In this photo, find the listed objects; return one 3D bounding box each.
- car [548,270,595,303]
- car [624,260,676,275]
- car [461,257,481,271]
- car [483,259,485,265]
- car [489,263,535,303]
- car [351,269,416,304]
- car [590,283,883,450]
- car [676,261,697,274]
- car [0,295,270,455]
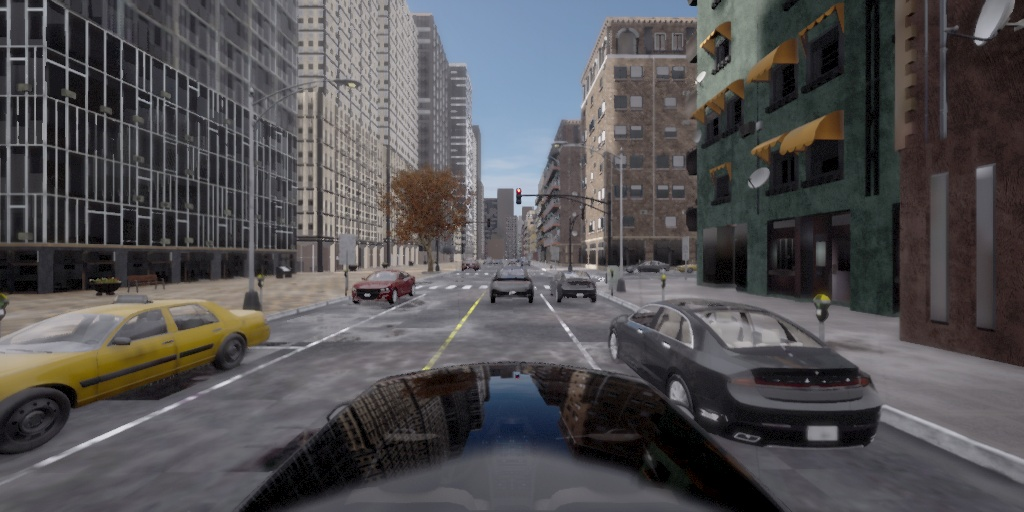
[{"bbox_3d":[2.689,1.301,16.348,2.007,1.370,4.403,0,0,0],"label":"car"},{"bbox_3d":[13.435,1.104,35.764,4.403,1.370,2.007,0,0,-1],"label":"car"},{"bbox_3d":[-5.691,1.093,48.736,2.192,1.841,5.009,0,0,0],"label":"car"},{"bbox_3d":[-5.691,1.351,54.259,1.948,1.339,4.313,0,0,0],"label":"car"},{"bbox_3d":[0.000,1.247,16.500,2.128,1.511,4.902,0,0,0],"label":"car"},{"bbox_3d":[-5.691,1.296,16.348,1.888,1.381,4.507,0,0,0],"label":"car"},{"bbox_3d":[2.689,1.298,5.282,2.007,1.370,4.403,0,0,0],"label":"car"},{"bbox_3d":[18.832,1.002,35.819,4.829,1.417,1.751,0,0,-1],"label":"car"},{"bbox_3d":[-5.691,1.273,5.113,1.751,1.417,4.829,0,0,0],"label":"car"}]
